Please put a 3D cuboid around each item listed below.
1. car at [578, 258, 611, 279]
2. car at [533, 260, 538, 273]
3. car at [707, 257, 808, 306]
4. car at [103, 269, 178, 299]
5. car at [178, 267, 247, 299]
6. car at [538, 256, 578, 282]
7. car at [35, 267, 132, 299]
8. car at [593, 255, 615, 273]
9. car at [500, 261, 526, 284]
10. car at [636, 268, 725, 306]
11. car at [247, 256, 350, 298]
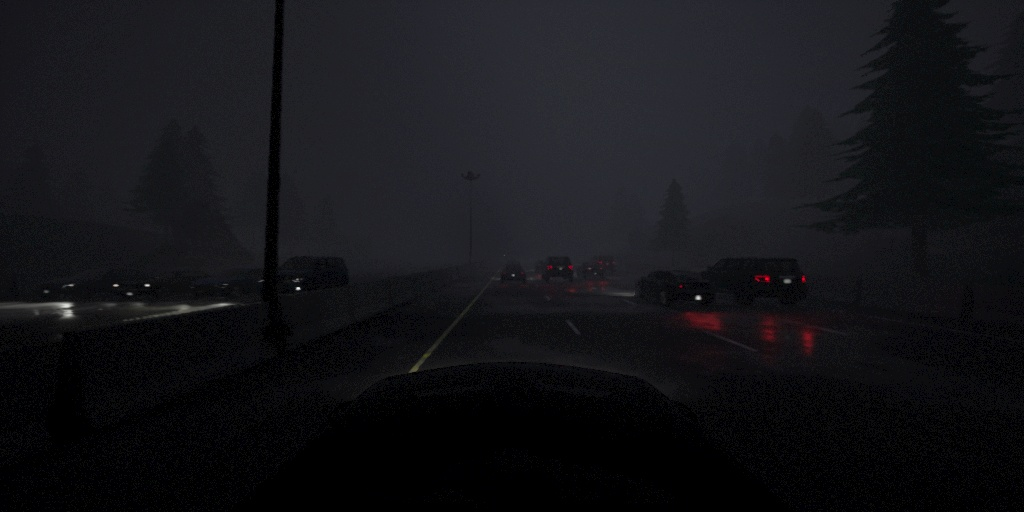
[{"bbox_3d":[7.123,1.273,32.978,2.128,1.511,4.902,0,1,0],"label":"car"},{"bbox_3d":[3.631,1.194,42.063,2.128,1.511,4.902,0,1,0],"label":"car"},{"bbox_3d":[10.609,1.050,16.481,2.150,2.045,5.566,0,0,0],"label":"car"},{"bbox_3d":[-17.488,1.431,18.618,1.895,1.301,4.718,0,0,0],"label":"car"},{"bbox_3d":[-13.988,1.323,18.645,1.882,1.535,5.008,0,0,0],"label":"car"},{"bbox_3d":[3.619,1.019,29.248,2.150,2.045,5.566,0,0,0],"label":"car"},{"bbox_3d":[-20.990,1.328,18.493,1.812,1.442,4.674,0,0,0],"label":"car"},{"bbox_3d":[10.631,0.926,42.692,2.150,2.045,5.566,0,1,0],"label":"car"},{"bbox_3d":[0.114,1.362,28.133,1.994,1.385,4.181,0,0,1],"label":"car"},{"bbox_3d":[7.110,1.329,16.105,1.837,1.490,4.892,0,0,0],"label":"car"},{"bbox_3d":[-10.488,1.035,18.588,2.150,2.045,5.566,0,0,0],"label":"car"}]
